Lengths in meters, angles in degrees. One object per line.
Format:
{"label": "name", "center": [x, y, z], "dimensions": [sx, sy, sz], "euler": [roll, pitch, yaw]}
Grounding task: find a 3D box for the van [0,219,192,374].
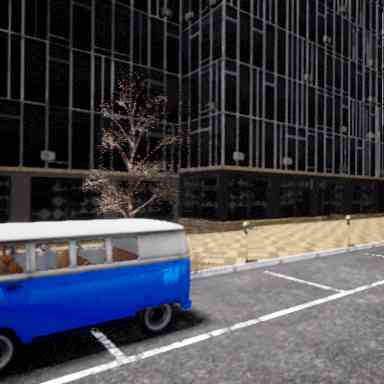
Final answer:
{"label": "van", "center": [-1.895, 1.355, 5.207], "dimensions": [3.998, 1.788, 1.690], "euler": [1, 0, -35]}
